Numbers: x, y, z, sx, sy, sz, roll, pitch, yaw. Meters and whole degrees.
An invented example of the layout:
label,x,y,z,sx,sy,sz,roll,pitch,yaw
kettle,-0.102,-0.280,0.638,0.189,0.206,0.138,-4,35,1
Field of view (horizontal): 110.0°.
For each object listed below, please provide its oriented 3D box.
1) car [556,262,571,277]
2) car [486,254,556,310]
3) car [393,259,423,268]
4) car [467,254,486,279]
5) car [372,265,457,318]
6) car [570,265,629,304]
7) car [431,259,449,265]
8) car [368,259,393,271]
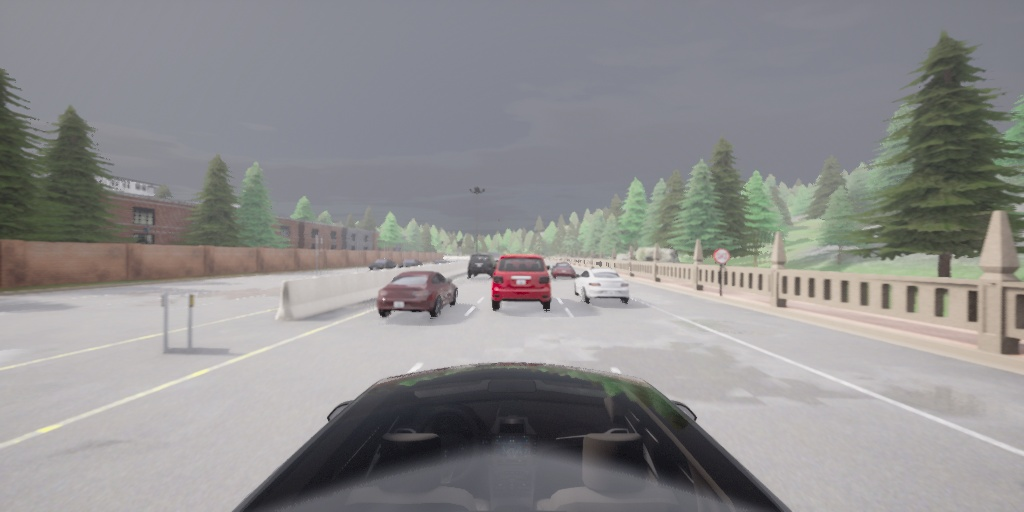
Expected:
label,x,y,z,sx,sy,sz,roll,pitch,yaw
car,4.538,1.269,32.677,1.994,1.385,4.181,0,0,2
car,0.402,0.945,14.652,2.150,2.045,5.566,0,0,2
car,-12.716,1.098,45.217,2.033,1.411,5.357,0,0,2
car,-2.511,0.879,31.356,2.150,2.045,5.566,0,0,2
car,-3.169,1.226,12.624,1.812,1.442,4.674,0,0,2
car,3.972,1.267,16.340,1.812,1.442,4.674,0,0,2
car,-9.171,1.138,46.236,1.994,1.385,4.181,0,0,2
car,-16.215,1.073,45.268,2.033,1.411,5.357,0,0,2
